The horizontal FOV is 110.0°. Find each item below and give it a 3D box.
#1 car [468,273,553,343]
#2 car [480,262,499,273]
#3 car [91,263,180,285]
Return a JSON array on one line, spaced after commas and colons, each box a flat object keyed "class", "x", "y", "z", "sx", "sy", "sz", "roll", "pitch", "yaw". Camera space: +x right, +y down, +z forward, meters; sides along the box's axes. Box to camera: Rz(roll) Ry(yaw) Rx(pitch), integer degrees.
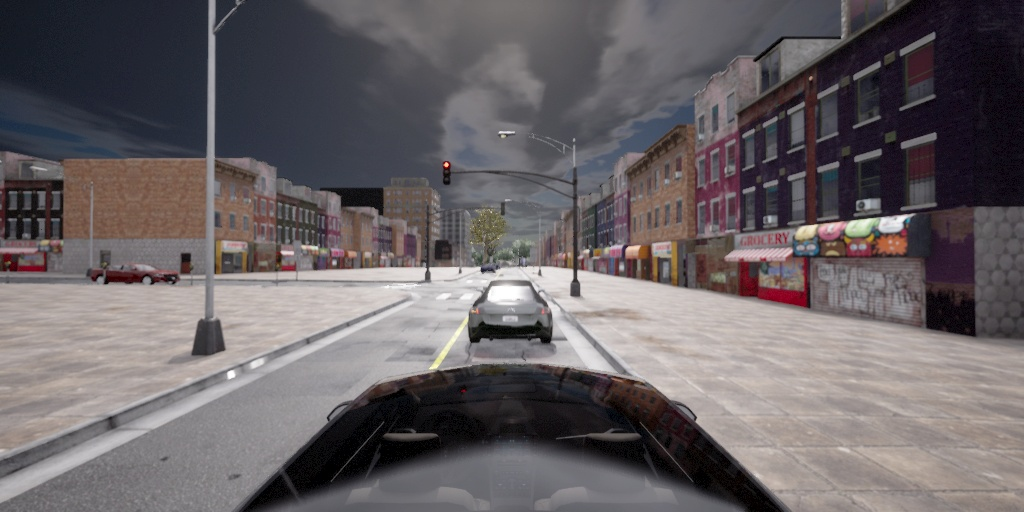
[{"class": "car", "x": -0.037, "y": 1.326, "z": 9.715, "sx": 1.994, "sy": 1.385, "sz": 4.181, "roll": 0, "pitch": 0, "yaw": 0}, {"class": "car", "x": -3.101, "y": 1.630, "z": 47.143, "sx": 1.895, "sy": 1.301, "sz": 4.718, "roll": 0, "pitch": -1, "yaw": 0}, {"class": "car", "x": -23.355, "y": 1.120, "z": 22.331, "sx": 4.507, "sy": 1.381, "sz": 1.888, "roll": 0, "pitch": 0, "yaw": 0}]
